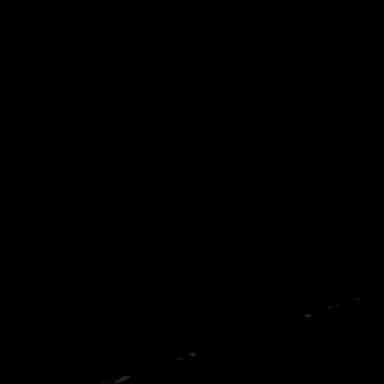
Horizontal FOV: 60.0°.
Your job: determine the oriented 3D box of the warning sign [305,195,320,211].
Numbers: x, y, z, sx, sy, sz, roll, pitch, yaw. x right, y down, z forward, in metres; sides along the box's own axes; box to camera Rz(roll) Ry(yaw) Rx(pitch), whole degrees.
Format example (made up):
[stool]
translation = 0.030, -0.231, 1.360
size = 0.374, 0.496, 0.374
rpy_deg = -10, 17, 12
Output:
[warning sign]
translation = 14.269, 1.317, 39.437
size = 1.300, 1.860, 1.060
rpy_deg = 0, 0, -36
